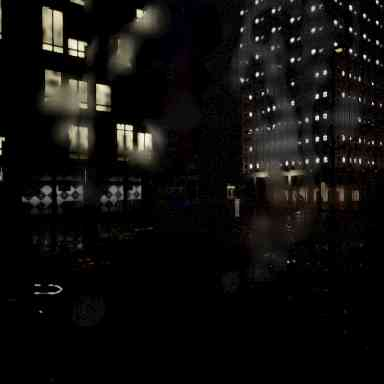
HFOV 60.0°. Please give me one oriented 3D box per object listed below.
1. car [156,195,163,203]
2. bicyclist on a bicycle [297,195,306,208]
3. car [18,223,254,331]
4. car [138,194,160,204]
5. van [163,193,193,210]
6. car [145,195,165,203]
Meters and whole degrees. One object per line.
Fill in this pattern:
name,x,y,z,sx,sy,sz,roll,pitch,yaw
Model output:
car,-3.883,1.035,58.707,2.192,1.841,5.009,0,0,-34
bicyclist on a bicycle,12.917,1.117,39.213,1.656,1.620,0.582,-1,1,-34
car,-0.887,1.477,7.055,5.008,1.535,1.882,0,0,-36
car,-7.817,1.204,59.876,1.882,1.535,5.008,-1,1,-34
van,-1.474,1.210,40.252,1.690,1.788,3.998,0,0,-34
car,-6.996,1.238,63.289,1.887,1.381,4.507,0,0,-34
